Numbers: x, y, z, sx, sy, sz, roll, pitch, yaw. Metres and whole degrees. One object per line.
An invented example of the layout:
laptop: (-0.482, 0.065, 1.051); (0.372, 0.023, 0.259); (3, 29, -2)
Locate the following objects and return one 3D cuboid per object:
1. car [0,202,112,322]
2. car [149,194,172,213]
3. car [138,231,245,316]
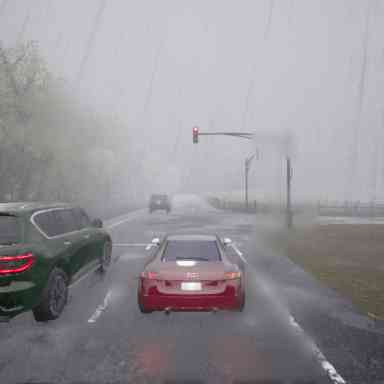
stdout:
car: (-3.407, 1.223, 7.373); (2.150, 2.045, 5.566); (0, 0, 0)
car: (-3.448, 1.229, 36.963); (2.150, 2.045, 5.566); (0, 0, 0)
car: (-0.007, 1.566, 7.640); (1.994, 1.385, 4.181); (0, 0, 0)
